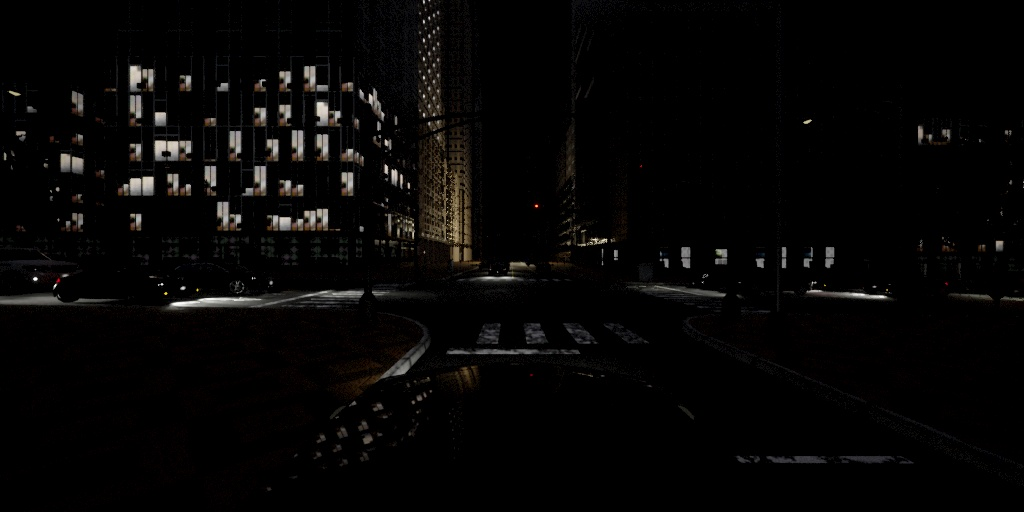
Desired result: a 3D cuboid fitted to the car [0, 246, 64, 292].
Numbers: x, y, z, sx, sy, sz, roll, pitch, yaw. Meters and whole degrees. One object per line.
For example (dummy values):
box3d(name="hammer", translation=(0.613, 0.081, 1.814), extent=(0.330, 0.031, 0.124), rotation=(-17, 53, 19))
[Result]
box3d(name="car", translation=(-24.086, 0.553, 17.005), extent=(5.566, 2.045, 2.150), rotation=(1, 0, -2))

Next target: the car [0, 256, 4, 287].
box3d(name="car", translation=(-23.691, 0.832, 13.773), extent=(4.902, 1.511, 2.128), rotation=(1, 0, -3))

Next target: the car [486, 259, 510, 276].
box3d(name="car", translation=(-1.397, 1.293, 37.224), extent=(1.812, 1.442, 4.674), rotation=(0, 0, 0))

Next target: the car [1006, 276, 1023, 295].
box3d(name="car", translation=(34.486, 1.745, 23.005), extent=(4.553, 1.767, 2.097), rotation=(1, 0, -2))

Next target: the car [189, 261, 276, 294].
box3d(name="car", translation=(-14.246, 1.004, 17.443), extent=(4.902, 1.511, 2.128), rotation=(1, 0, -3))

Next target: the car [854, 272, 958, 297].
box3d(name="car", translation=(24.723, 1.782, 22.588), extent=(4.181, 1.385, 1.994), rotation=(1, 0, -3))

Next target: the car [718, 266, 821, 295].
box3d(name="car", translation=(15.856, 1.564, 22.211), extent=(4.892, 1.490, 1.837), rotation=(1, 0, -4))

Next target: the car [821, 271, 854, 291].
box3d(name="car", translation=(23.686, 1.763, 25.810), extent=(4.181, 1.385, 1.994), rotation=(1, 0, -5))

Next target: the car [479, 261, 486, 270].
box3d(name="car", translation=(-3.885, 1.342, 52.159), extent=(1.802, 1.307, 4.207), rotation=(0, 0, 0))

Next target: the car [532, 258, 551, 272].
box3d(name="car", translation=(4.053, 1.329, 46.644), extent=(1.948, 1.339, 4.313), rotation=(0, 0, 0))

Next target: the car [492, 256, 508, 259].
box3d(name="car", translation=(-1.412, 0.987, 48.178), extent=(2.150, 2.045, 5.566), rotation=(0, 0, 0))

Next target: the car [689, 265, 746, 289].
box3d(name="car", translation=(15.064, 1.396, 25.418), extent=(4.553, 1.767, 2.097), rotation=(1, 0, -3))

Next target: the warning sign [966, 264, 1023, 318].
box3d(name="warning sign", translation=(17.306, 1.204, 12.804), extent=(1.060, 1.860, 1.300), rotation=(0, 0, -2))

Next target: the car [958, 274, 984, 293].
box3d(name="car", translation=(33.780, 1.980, 26.229), extent=(4.718, 1.301, 1.895), rotation=(1, 0, -3))

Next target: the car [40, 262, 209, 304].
box3d(name="car", translation=(-15.044, 1.063, 14.147), extent=(4.181, 1.385, 1.994), rotation=(1, 0, -2))
